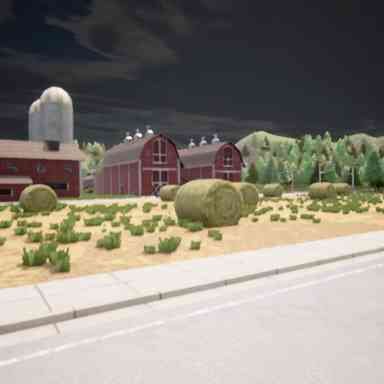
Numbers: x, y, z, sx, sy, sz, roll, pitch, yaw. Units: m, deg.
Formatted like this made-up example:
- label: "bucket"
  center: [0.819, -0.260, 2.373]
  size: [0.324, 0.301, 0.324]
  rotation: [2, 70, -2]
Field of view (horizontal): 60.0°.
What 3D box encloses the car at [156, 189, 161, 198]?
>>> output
- label: "car"
  center: [-6.619, 0.319, 74.224]
  size: [1.905, 1.878, 3.866]
  rotation: [5, 4, 11]
